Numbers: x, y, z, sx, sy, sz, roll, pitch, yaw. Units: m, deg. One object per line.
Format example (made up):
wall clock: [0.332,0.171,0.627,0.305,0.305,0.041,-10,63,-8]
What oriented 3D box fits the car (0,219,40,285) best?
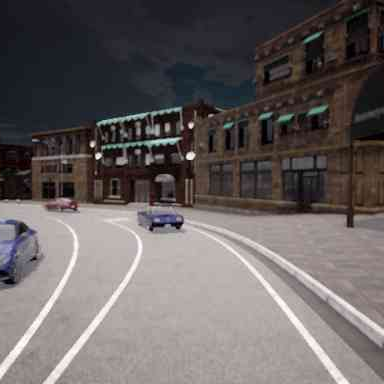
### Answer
car: [-5.545,1.521,9.350,1.812,1.442,4.674,0,0,-15]

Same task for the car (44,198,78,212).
car: [-13.635,1.300,34.619,4.674,1.442,1.812,0,1,40]

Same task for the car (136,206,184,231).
car: [-2.065,1.506,19.939,1.895,1.301,4.718,0,1,-20]
